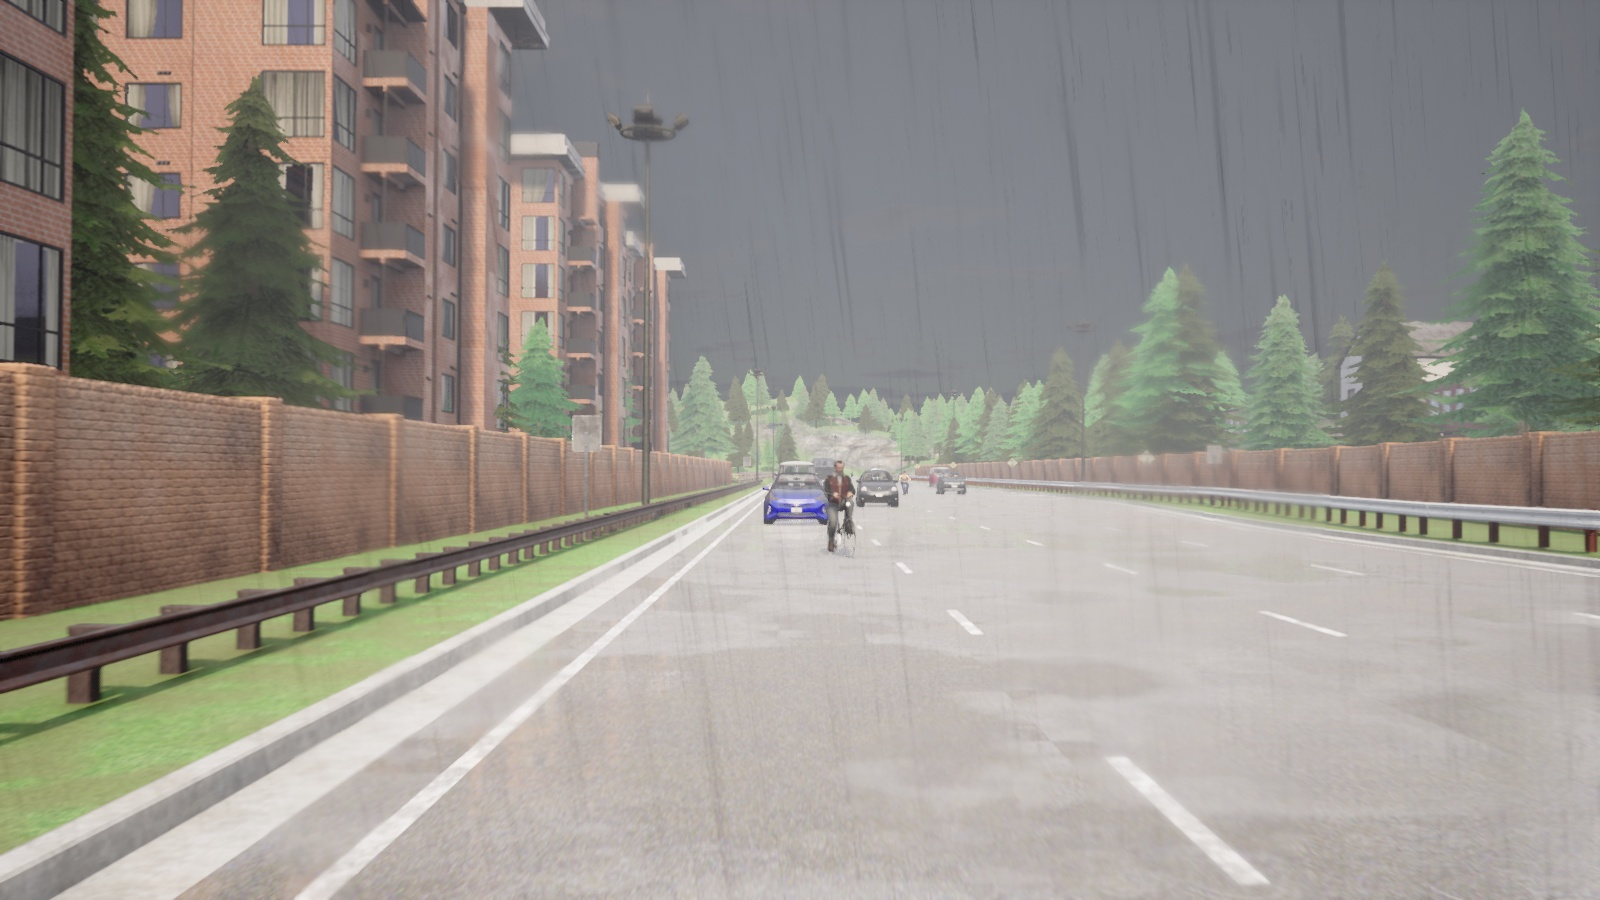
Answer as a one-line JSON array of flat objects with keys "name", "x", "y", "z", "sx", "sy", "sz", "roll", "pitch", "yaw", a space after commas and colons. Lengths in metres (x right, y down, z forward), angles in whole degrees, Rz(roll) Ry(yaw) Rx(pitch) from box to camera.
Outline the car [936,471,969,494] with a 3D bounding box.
[{"name": "car", "x": 10.293, "y": 2.177, "z": 85.107, "sx": 1.789, "sy": 1.549, "sz": 3.705, "roll": 0, "pitch": -1, "yaw": 0}]

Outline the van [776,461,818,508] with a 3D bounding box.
[{"name": "van", "x": -0.134, "y": 1.483, "z": 54.687, "sx": 1.775, "sy": 1.987, "sz": 4.442, "roll": 0, "pitch": -1, "yaw": 0}]

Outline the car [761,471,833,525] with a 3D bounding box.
[{"name": "car", "x": -0.091, "y": 1.390, "z": 37.534, "sx": 2.007, "sy": 1.525, "sz": 4.514, "roll": 0, "pitch": -1, "yaw": 0}]

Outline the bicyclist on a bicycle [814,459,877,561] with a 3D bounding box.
[{"name": "bicyclist on a bicycle", "x": 0.803, "y": 1.065, "z": 22.867, "sx": 0.659, "sy": 1.776, "sz": 1.843, "roll": 0, "pitch": -1, "yaw": -14}]

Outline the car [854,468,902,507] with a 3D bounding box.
[{"name": "car", "x": 3.367, "y": 1.615, "z": 54.709, "sx": 1.851, "sy": 1.617, "sz": 3.988, "roll": 0, "pitch": -1, "yaw": 0}]
